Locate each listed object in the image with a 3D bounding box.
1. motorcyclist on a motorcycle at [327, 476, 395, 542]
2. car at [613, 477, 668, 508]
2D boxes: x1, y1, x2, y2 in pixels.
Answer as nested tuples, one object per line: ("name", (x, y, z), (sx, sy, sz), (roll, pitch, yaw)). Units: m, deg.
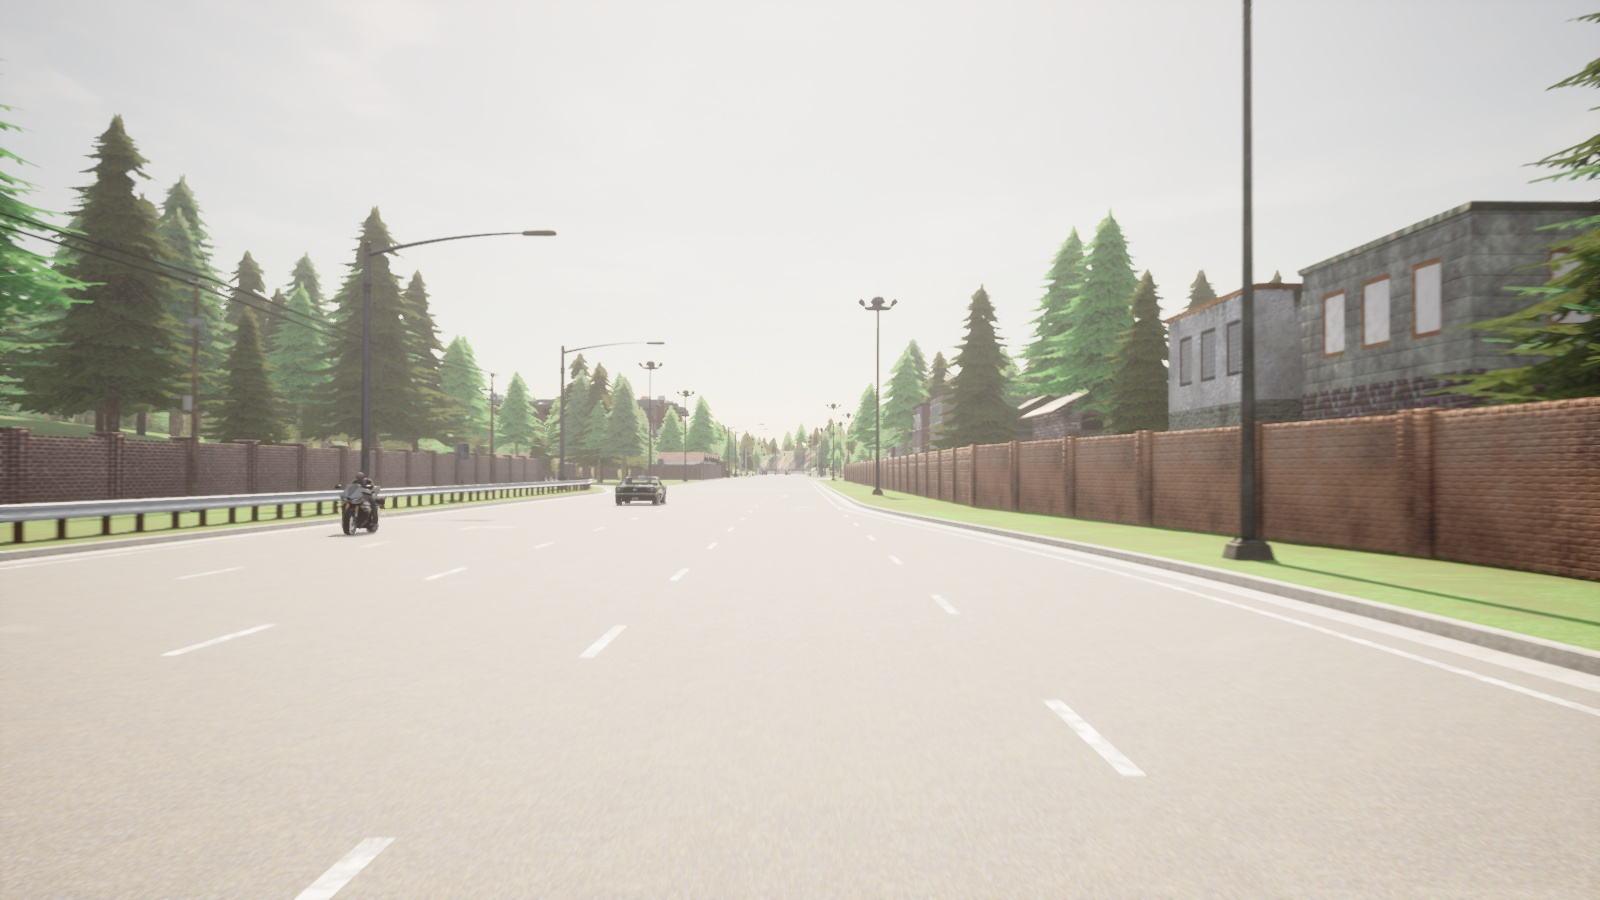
("motorcyclist on a motorcycle", (-10.574, 1.398, 30.334), (0.866, 1.530, 2.191), (0, -1, 0))
("car", (-7.138, 1.888, 56.623), (1.895, 1.301, 4.718), (0, -1, 0))
